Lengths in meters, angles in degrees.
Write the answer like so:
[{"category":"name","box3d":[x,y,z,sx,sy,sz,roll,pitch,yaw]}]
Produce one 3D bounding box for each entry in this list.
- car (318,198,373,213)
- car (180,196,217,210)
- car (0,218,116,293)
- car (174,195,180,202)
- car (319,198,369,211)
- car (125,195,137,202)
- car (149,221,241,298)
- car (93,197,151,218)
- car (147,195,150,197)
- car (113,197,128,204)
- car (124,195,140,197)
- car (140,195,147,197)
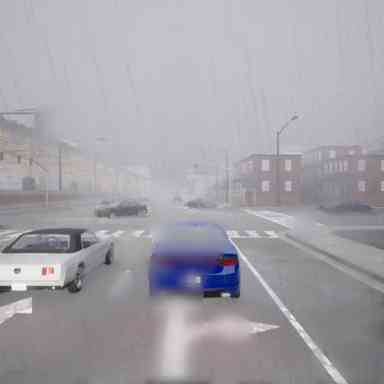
[{"category":"car","box3d":[16.634,1.547,36.053,5.357,1.411,2.033,0,0,0]},{"category":"car","box3d":[1.039,1.547,43.828,2.033,1.411,5.357,0,0,-35]},{"category":"car","box3d":[-3.420,1.601,8.838,1.895,1.301,4.718,0,0,0]},{"category":"car","box3d":[-3.414,1.500,79.927,1.837,1.490,4.892,0,0,0]},{"category":"car","box3d":[18.017,1.491,39.548,4.902,1.511,2.128,0,0,0]},{"category":"car","box3d":[-13.918,1.524,75.857,1.812,1.442,4.674,0,0,0]},{"category":"car","box3d":[0.075,1.478,8.571,1.882,1.535,5.008,0,0,1]},{"category":"car","box3d":[-6.162,1.478,28.889,1.882,1.535,5.008,-1,-1,42]},{"category":"car","box3d":[-10.420,1.478,74.568,1.882,1.535,5.008,0,0,0]},{"category":"car","box3d":[-13.955,1.601,65.548,1.895,1.301,4.718,0,0,1]},{"category":"car","box3d":[-10.520,1.352,55.033,2.097,1.767,4.553,0,0,0]},{"category":"car","box3d":[-10.475,1.505,64.164,1.837,1.490,4.892,0,0,1]}]
